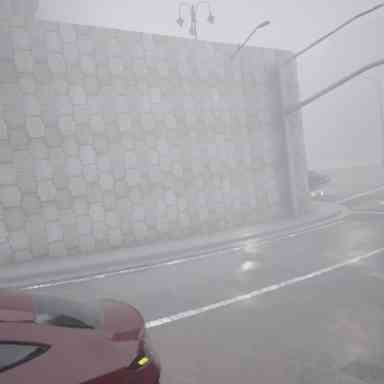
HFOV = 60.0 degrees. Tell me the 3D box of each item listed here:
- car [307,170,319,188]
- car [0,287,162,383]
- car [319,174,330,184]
[{"bbox_3d":[8.041,-0.739,29.594,2.033,1.411,5.357,-11,7,-35],"label":"car"},{"bbox_3d":[-2.433,1.532,2.257,4.674,1.442,1.812,0,0,-35],"label":"car"},{"bbox_3d":[10.709,-1.344,31.802,1.837,1.490,4.892,-11,6,-34],"label":"car"}]
